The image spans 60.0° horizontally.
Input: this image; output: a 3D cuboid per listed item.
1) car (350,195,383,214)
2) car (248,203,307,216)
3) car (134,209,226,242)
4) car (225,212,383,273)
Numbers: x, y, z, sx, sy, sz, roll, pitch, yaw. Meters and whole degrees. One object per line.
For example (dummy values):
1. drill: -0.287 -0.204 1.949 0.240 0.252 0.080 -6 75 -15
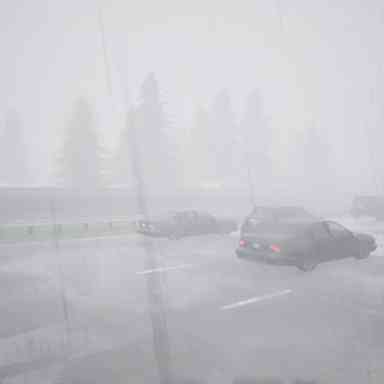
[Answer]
1. car: 15.418 1.276 27.627 5.566 2.045 2.150 0 0 -35
2. car: 4.455 1.376 15.515 4.553 1.767 2.097 0 0 -35
3. car: -0.144 1.566 16.536 5.357 1.411 2.033 0 0 -35
4. car: 3.856 1.565 10.790 5.357 1.411 2.033 0 0 -35
